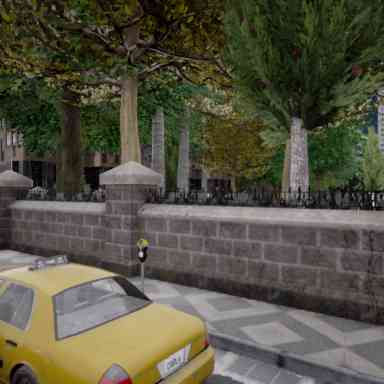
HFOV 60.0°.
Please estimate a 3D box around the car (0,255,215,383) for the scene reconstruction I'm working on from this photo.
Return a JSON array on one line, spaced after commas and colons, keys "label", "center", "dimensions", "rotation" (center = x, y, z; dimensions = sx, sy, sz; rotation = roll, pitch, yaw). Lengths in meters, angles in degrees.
[{"label": "car", "center": [-2.042, 1.525, 4.413], "dimensions": [4.829, 1.417, 1.752], "rotation": [0, 0, 35]}]
